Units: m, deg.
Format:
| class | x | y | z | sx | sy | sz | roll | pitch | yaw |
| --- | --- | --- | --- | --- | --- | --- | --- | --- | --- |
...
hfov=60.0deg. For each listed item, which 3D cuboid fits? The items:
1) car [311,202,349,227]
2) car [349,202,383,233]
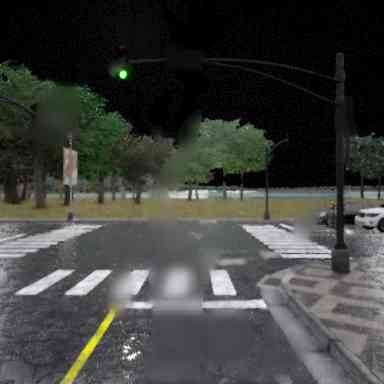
| class | x | y | z | sx | sy | sz | roll | pitch | yaw |
| --- | --- | --- | --- | --- | --- | --- | --- | --- | --- |
| car | 10.903 | 1.525 | 23.723 | 4.553 | 1.767 | 2.097 | 0 | 0 | 0 |
| car | 13.086 | 1.382 | 20.460 | 5.566 | 2.045 | 2.150 | 0 | 0 | 0 |
